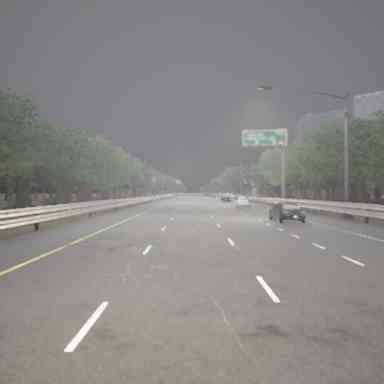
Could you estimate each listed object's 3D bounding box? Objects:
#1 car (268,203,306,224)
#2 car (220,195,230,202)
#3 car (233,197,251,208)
[{"bbox_3d":[7.031,1.528,24.868,1.812,1.442,4.674,0,0,0],"label":"car"},{"bbox_3d":[7.204,1.421,72.708,1.882,1.535,5.008,0,0,0],"label":"car"},{"bbox_3d":[7.109,1.503,47.643,1.812,1.442,4.674,0,0,0],"label":"car"}]
